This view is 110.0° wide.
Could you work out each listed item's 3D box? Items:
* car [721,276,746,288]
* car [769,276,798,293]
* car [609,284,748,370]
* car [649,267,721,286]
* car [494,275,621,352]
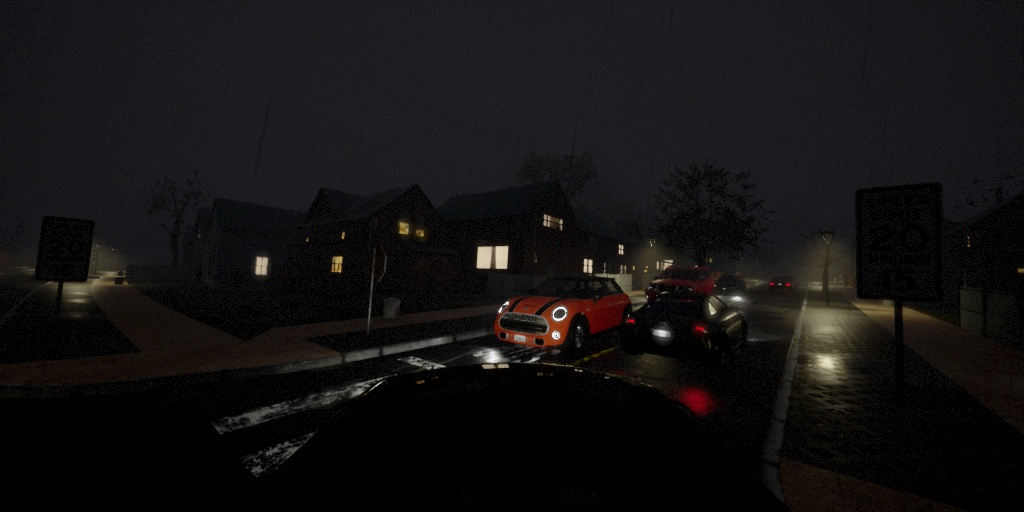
[{"bbox_3d":[17.593,2.333,28.934,1.837,1.490,4.892,0,-3,40],"label":"car"},{"bbox_3d":[25.733,2.673,34.152,2.033,1.411,5.357,0,-2,40],"label":"car"},{"bbox_3d":[4.207,1.545,8.515,1.994,1.385,4.181,0,-2,40],"label":"car"},{"bbox_3d":[8.809,1.577,18.454,2.150,2.045,5.566,0,-2,41],"label":"car"},{"bbox_3d":[1.583,1.320,9.743,2.097,1.767,4.553,0,-2,38],"label":"car"}]
